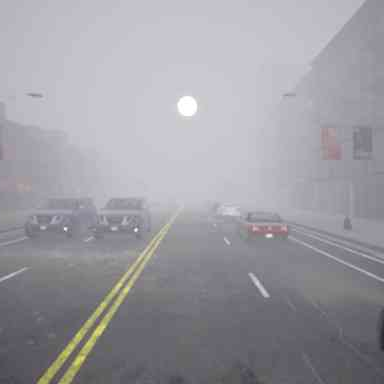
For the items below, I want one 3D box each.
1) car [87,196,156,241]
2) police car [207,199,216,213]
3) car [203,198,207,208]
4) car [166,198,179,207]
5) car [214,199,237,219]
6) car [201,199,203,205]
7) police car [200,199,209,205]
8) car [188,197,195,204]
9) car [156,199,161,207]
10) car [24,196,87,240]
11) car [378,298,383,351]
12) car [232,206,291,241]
[{"bbox_3d":[-3.368,1.231,17.171,2.150,2.045,5.566,0,0,0],"label":"car"},{"bbox_3d":[3.204,1.640,40.636,1.930,1.638,5.238,0,-1,0],"label":"police car"},{"bbox_3d":[3.192,1.824,51.525,1.882,1.535,5.008,0,-1,0],"label":"car"},{"bbox_3d":[-3.367,1.800,59.350,2.097,1.767,4.553,0,-1,0],"label":"car"},{"bbox_3d":[3.217,1.610,29.525,1.812,1.442,4.674,0,-1,0],"label":"car"},{"bbox_3d":[3.180,2.060,62.525,1.994,1.385,4.181,0,-1,0],"label":"car"},{"bbox_3d":[3.155,2.455,84.530,2.038,1.542,4.974,0,-1,0],"label":"police car"},{"bbox_3d":[-0.108,2.640,95.118,2.033,1.411,5.357,0,-2,0],"label":"car"},{"bbox_3d":[-6.617,1.973,59.253,1.812,1.442,4.674,0,-1,0],"label":"car"},{"bbox_3d":[-6.618,1.231,17.552,2.150,2.045,5.566,0,0,0],"label":"car"},{"bbox_3d":[3.346,1.489,2.413,2.128,1.511,4.902,0,0,0],"label":"car"},{"bbox_3d":[3.339,1.610,16.559,1.895,1.301,4.718,0,0,0],"label":"car"}]
